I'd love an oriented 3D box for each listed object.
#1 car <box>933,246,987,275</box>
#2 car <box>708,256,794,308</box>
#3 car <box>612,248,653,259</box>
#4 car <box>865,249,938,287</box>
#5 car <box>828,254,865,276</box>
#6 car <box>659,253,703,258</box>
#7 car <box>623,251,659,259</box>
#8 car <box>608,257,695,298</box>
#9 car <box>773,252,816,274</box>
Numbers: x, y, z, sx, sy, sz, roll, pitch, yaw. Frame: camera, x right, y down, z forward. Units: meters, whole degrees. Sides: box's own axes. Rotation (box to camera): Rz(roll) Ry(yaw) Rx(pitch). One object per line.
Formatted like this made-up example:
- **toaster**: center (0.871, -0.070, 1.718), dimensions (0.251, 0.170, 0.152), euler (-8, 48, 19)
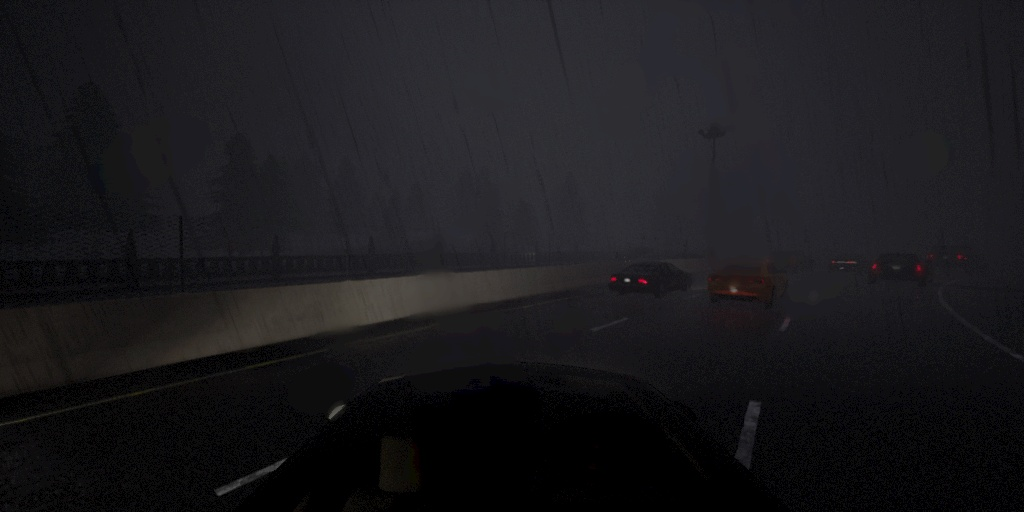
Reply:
- **car**: center (34.554, 0.297, 27.868), dimensions (5.566, 2.045, 2.150), euler (1, 1, -28)
- **car**: center (9.108, 0.938, 13.669), dimensions (1.882, 1.535, 5.008), euler (1, 2, 44)
- **car**: center (13.728, 0.076, 40.195), dimensions (5.566, 2.045, 2.150), euler (-1, 1, -33)
- **car**: center (21.576, 0.647, 19.818), dimensions (4.553, 1.767, 2.097), euler (-1, 2, -37)
- **car**: center (25.471, 0.622, 26.732), dimensions (4.902, 1.511, 2.128), euler (-1, 1, -32)
- **car**: center (16.153, 0.508, 33.371), dimensions (4.892, 1.490, 1.837), euler (0, 1, -34)
- **car**: center (13.595, 0.476, 35.862), dimensions (4.674, 1.442, 1.812), euler (-1, 1, -35)
- **car**: center (6.309, 0.964, 15.887), dimensions (2.033, 1.411, 5.357), euler (1, 2, 45)
- **car**: center (22.738, 0.435, 29.126), dimensions (4.553, 1.767, 2.097), euler (-1, 2, -34)
